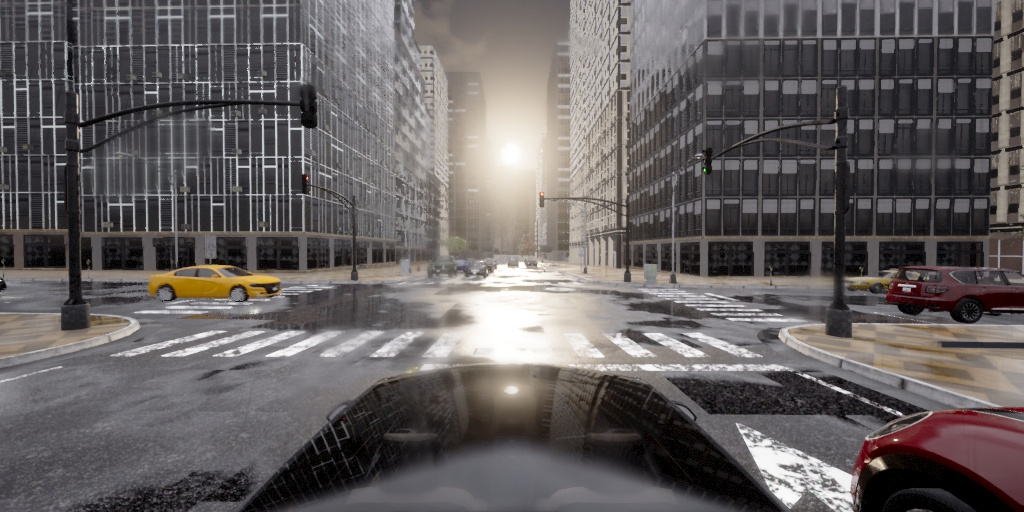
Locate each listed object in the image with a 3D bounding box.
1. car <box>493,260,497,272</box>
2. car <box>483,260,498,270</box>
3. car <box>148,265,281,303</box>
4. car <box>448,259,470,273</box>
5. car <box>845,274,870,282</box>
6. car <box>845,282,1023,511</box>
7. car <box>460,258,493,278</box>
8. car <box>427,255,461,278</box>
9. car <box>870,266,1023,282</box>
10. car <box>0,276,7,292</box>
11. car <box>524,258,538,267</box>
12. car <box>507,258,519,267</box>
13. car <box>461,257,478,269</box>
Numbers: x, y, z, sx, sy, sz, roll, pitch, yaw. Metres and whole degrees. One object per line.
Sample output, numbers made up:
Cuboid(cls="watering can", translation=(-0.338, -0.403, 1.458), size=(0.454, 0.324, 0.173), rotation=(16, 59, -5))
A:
Cuboid(cls="car", translation=(-3.211, 1.327, 43.429), size=(1.895, 1.301, 4.718), rotation=(0, 0, 0))
Cuboid(cls="car", translation=(-3.168, 1.263, 53.955), size=(2.033, 1.411, 5.357), rotation=(0, 0, 0))
Cuboid(cls="car", translation=(-12.825, 1.145, 15.665), size=(5.008, 1.535, 1.882), rotation=(0, 1, 1))
Cuboid(cls="car", translation=(-6.457, 1.203, 44.164), size=(1.882, 1.535, 5.008), rotation=(0, 0, 0))
Cuboid(cls="car", translation=(21.865, 1.410, 20.803), size=(4.829, 1.417, 1.751), rotation=(0, 0, 1))
Cuboid(cls="car", translation=(3.253, 1.102, 0.425), size=(2.097, 1.767, 4.553), rotation=(0, 0, 0))
Cuboid(cls="car", translation=(-3.240, 1.225, 33.957), size=(2.128, 1.511, 4.902), rotation=(0, 0, 1))
Cuboid(cls="car", translation=(-6.482, 0.955, 34.199), size=(2.150, 2.045, 5.566), rotation=(0, 0, 0))
Cuboid(cls="car", translation=(16.226, 1.282, 12.538), size=(5.009, 1.841, 2.192), rotation=(0, 0, 1))
Cuboid(cls="car", translation=(-25.746, 1.057, 15.982), size=(4.892, 1.490, 1.837), rotation=(0, 1, 1))
Cuboid(cls="car", translation=(3.459, 1.306, 63.395), size=(1.895, 1.301, 4.718), rotation=(0, 0, 0))
Cuboid(cls="car", translation=(0.209, 1.269, 63.377), size=(1.994, 1.385, 4.181), rotation=(0, 0, 0))
Cuboid(cls="car", translation=(-6.410, 1.066, 54.590), size=(2.097, 1.767, 4.553), rotation=(0, 0, 0))
